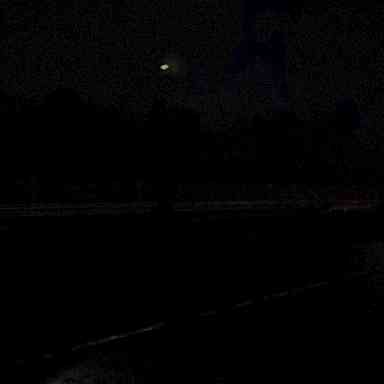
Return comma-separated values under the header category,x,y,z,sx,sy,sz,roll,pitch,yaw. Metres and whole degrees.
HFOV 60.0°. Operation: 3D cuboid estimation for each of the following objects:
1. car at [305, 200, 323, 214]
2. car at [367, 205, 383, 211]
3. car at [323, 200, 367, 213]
category,x,y,z,sx,sy,sz,roll,pitch,yaw
car,14.023,1.609,34.961,5.008,1.535,1.882,0,0,-34
car,18.087,1.680,29.271,5.357,1.411,2.033,0,0,-34
car,14.935,1.604,31.355,5.008,1.535,1.882,0,0,-34
